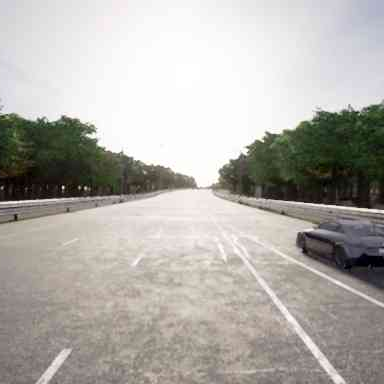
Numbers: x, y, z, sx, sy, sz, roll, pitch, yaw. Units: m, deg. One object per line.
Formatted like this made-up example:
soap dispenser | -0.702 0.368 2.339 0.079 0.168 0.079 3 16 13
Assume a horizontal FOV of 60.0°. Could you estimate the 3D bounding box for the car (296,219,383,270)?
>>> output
car | 5.151 1.606 11.228 1.994 1.385 4.181 1 0 -6
